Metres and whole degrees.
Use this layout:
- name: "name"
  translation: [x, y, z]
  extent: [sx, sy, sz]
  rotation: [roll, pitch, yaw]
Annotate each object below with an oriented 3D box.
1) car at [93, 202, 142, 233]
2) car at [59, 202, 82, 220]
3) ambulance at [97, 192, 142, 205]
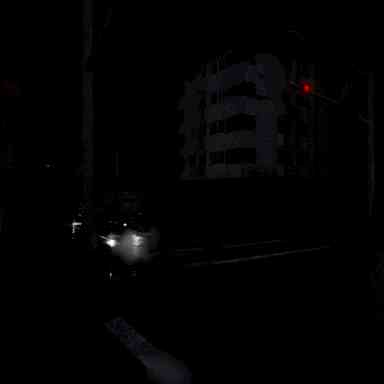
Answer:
- name: "car"
  translation: [-5.230, 1.681, 21.539]
  extent: [1.837, 1.490, 4.892]
  rotation: [0, 0, -33]
- name: "car"
  translation: [-10.758, 1.668, 30.189]
  extent: [2.128, 1.511, 4.902]
  rotation: [0, 0, -32]
- name: "ambulance"
  translation: [-6.901, 1.207, 30.805]
  extent: [2.351, 2.431, 6.366]
  rotation: [0, 0, -33]
